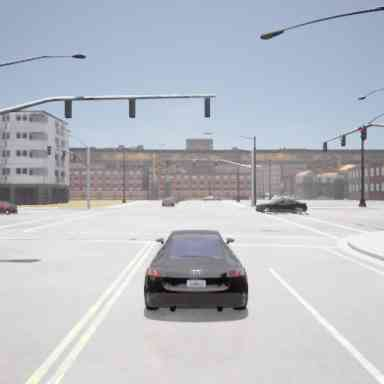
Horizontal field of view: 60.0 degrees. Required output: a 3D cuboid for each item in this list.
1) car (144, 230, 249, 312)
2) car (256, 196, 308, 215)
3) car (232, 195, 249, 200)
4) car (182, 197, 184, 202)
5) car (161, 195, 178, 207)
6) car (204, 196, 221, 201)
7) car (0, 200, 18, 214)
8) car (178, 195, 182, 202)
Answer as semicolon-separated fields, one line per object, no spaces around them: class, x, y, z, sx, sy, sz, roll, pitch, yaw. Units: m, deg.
car;0.077;1.562;7.792;1.994;1.385;4.181;0;0;0
car;8.847;1.415;32.965;5.008;1.535;1.882;0;0;2
car;13.317;1.501;90.699;4.902;1.511;2.128;0;0;-24
car;-3.156;1.481;75.179;1.837;1.490;4.892;0;0;11
car;-3.637;1.512;51.769;1.812;1.442;4.674;0;0;0
car;5.281;1.573;84.765;1.895;1.301;4.718;0;0;43
car;-20.237;1.555;34.134;4.181;1.385;1.994;0;0;1
car;-3.615;1.476;63.856;2.128;1.511;4.902;0;0;0
